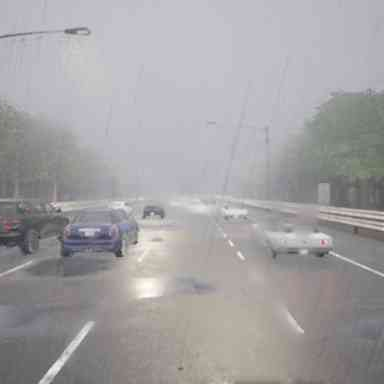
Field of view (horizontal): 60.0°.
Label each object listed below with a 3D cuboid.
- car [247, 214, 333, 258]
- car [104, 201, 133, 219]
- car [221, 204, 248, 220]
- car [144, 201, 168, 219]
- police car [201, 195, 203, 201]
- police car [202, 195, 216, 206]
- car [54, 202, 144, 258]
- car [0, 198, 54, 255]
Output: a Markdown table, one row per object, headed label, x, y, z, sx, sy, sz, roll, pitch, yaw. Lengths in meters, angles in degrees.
| label | x | y | z | sx | sy | sz | roll | pitch | yaw |
| --- | --- | --- | --- | --- | --- | --- | --- | --- | --- |
| car | 3.599 | 1.651 | 12.908 | 1.895 | 1.301 | 4.718 | 0 | 0 | 0 |
| car | -6.898 | 1.649 | 31.721 | 1.812 | 1.442 | 4.674 | 0 | 0 | 0 |
| car | 3.602 | 1.715 | 29.229 | 1.895 | 1.301 | 4.718 | 0 | 0 | 0 |
| car | -3.397 | 1.625 | 30.870 | 1.837 | 1.490 | 4.892 | 0 | 0 | 0 |
| police car | 3.535 | 1.743 | 73.956 | 1.930 | 1.638 | 5.238 | 0 | 0 | 0 |
| police car | 3.512 | 1.687 | 62.970 | 1.930 | 1.638 | 5.238 | 0 | 0 | 0 |
| car | -3.398 | 1.403 | 13.175 | 2.097 | 1.767 | 4.553 | 0 | 0 | 0 |
| car | -6.899 | 1.274 | 13.750 | 2.150 | 2.045 | 5.566 | 0 | 0 | 0 |
